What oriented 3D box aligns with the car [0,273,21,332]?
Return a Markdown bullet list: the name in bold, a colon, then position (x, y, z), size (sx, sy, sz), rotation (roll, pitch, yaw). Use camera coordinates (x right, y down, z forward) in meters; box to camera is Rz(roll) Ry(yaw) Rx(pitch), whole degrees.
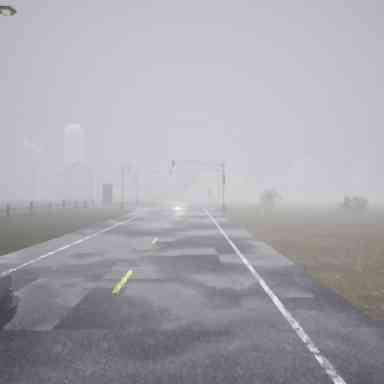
- **car**: position (-3.599, 1.556, 2.848), size (2.033, 1.411, 5.357), rotation (0, 0, 0)
